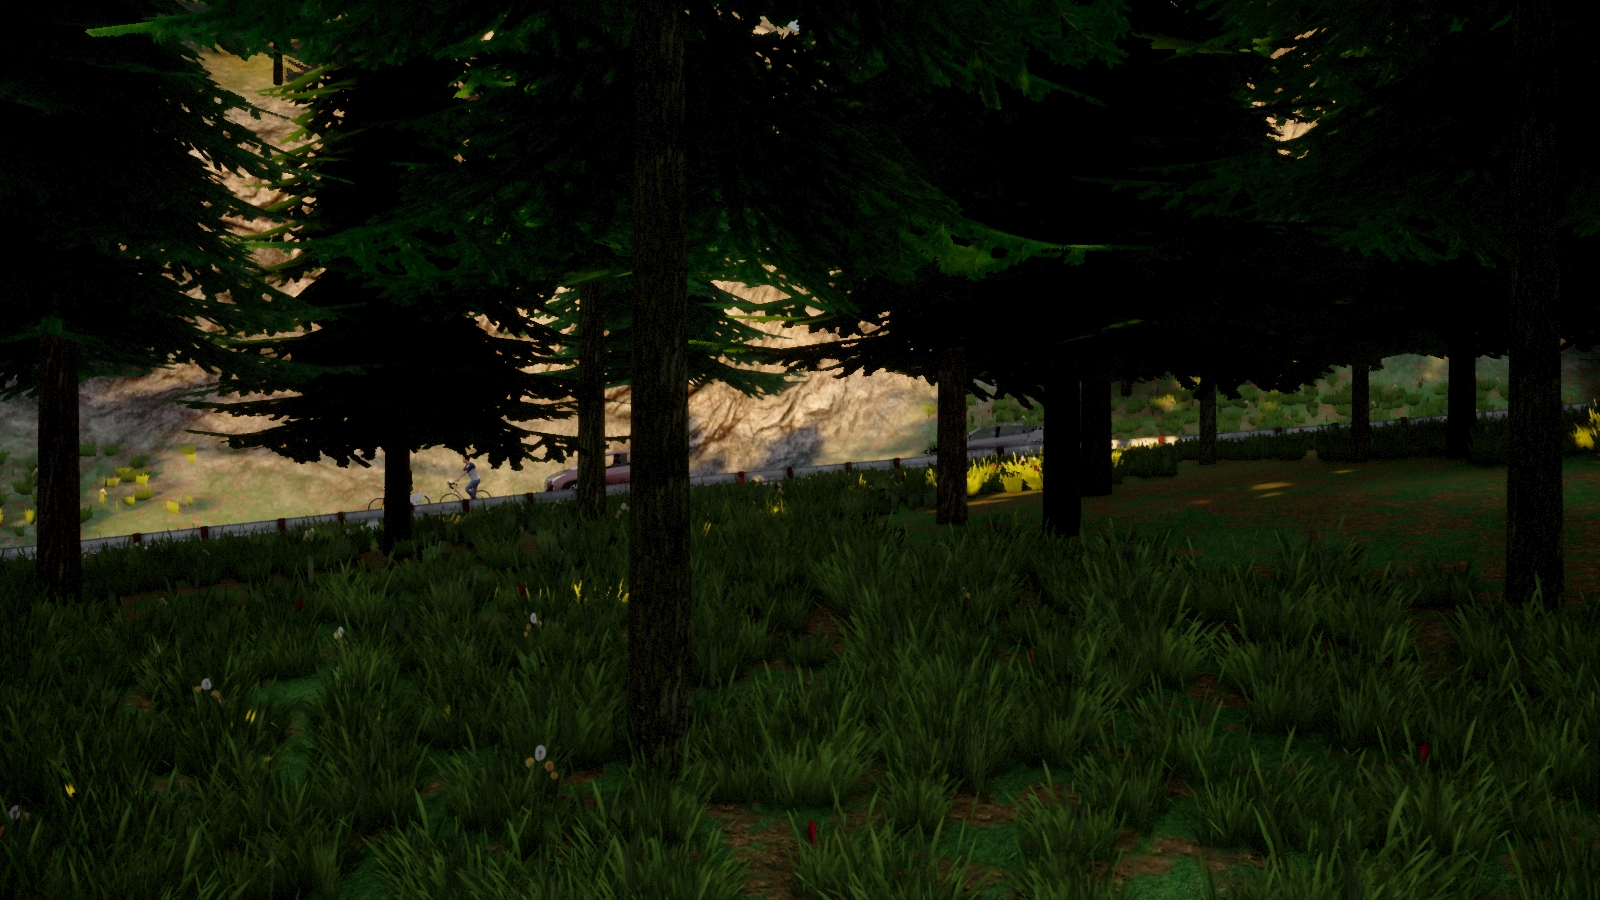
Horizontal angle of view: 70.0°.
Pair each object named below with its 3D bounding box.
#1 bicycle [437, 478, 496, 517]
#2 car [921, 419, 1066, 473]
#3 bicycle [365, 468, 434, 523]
[{"bbox_3d":[-10.251,1.440,35.171,1.643,1.024,0.373,-5,3,-36],"label":"bicycle"},{"bbox_3d":[6.700,-0.134,39.986,4.792,1.488,2.163,-4,0,6],"label":"car"},{"bbox_3d":[-12.076,1.355,34.489,1.835,1.471,0.329,-5,2,-29],"label":"bicycle"}]
